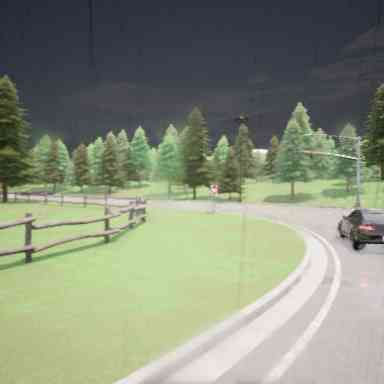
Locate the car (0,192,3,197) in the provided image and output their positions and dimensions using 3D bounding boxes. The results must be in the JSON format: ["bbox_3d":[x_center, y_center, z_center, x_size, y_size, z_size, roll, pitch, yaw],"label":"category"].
[{"bbox_3d":[-37.913,0.233,63.328,4.718,1.301,1.895,1,1,38],"label":"car"}]

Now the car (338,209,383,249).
[{"bbox_3d":[7.217,1.406,13.457,1.812,1.442,4.674,1,1,15],"label":"car"}]

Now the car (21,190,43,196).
[{"bbox_3d":[-33.329,0.208,68.625,4.718,1.301,1.895,1,1,38],"label":"car"}]

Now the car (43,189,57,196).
[{"bbox_3d":[-31.190,0.137,71.396,5.357,1.411,2.033,1,1,38],"label":"car"}]
